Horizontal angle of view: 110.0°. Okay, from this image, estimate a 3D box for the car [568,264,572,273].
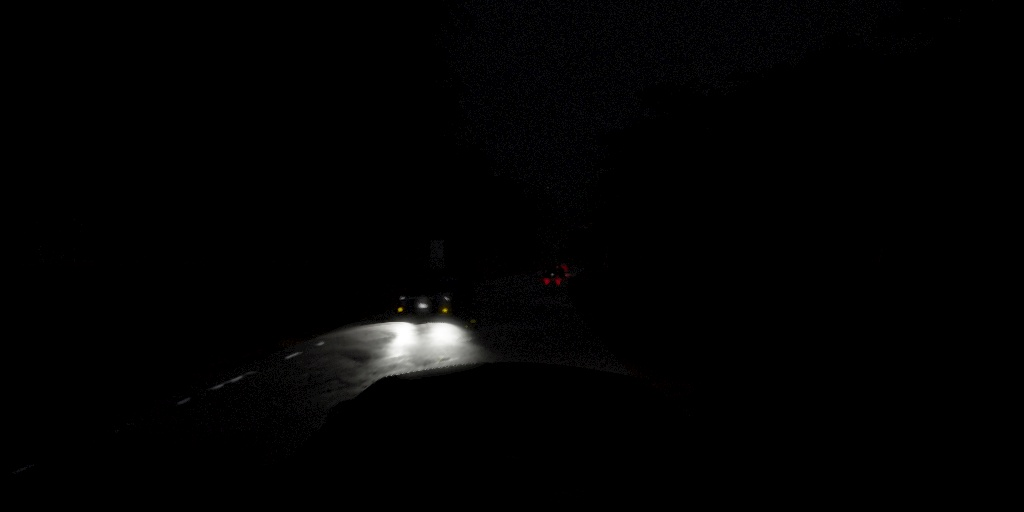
[{"bbox_3d":[7.240,1.655,50.261,1.812,1.442,4.674,0,0,14],"label":"car"}]

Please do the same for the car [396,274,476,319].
[{"bbox_3d":[-2.581,1.355,12.981,1.994,1.385,4.181,0,0,5],"label":"car"}]

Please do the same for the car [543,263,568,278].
[{"bbox_3d":[4.565,1.595,38.307,1.895,1.301,4.718,0,-1,13],"label":"car"}]
